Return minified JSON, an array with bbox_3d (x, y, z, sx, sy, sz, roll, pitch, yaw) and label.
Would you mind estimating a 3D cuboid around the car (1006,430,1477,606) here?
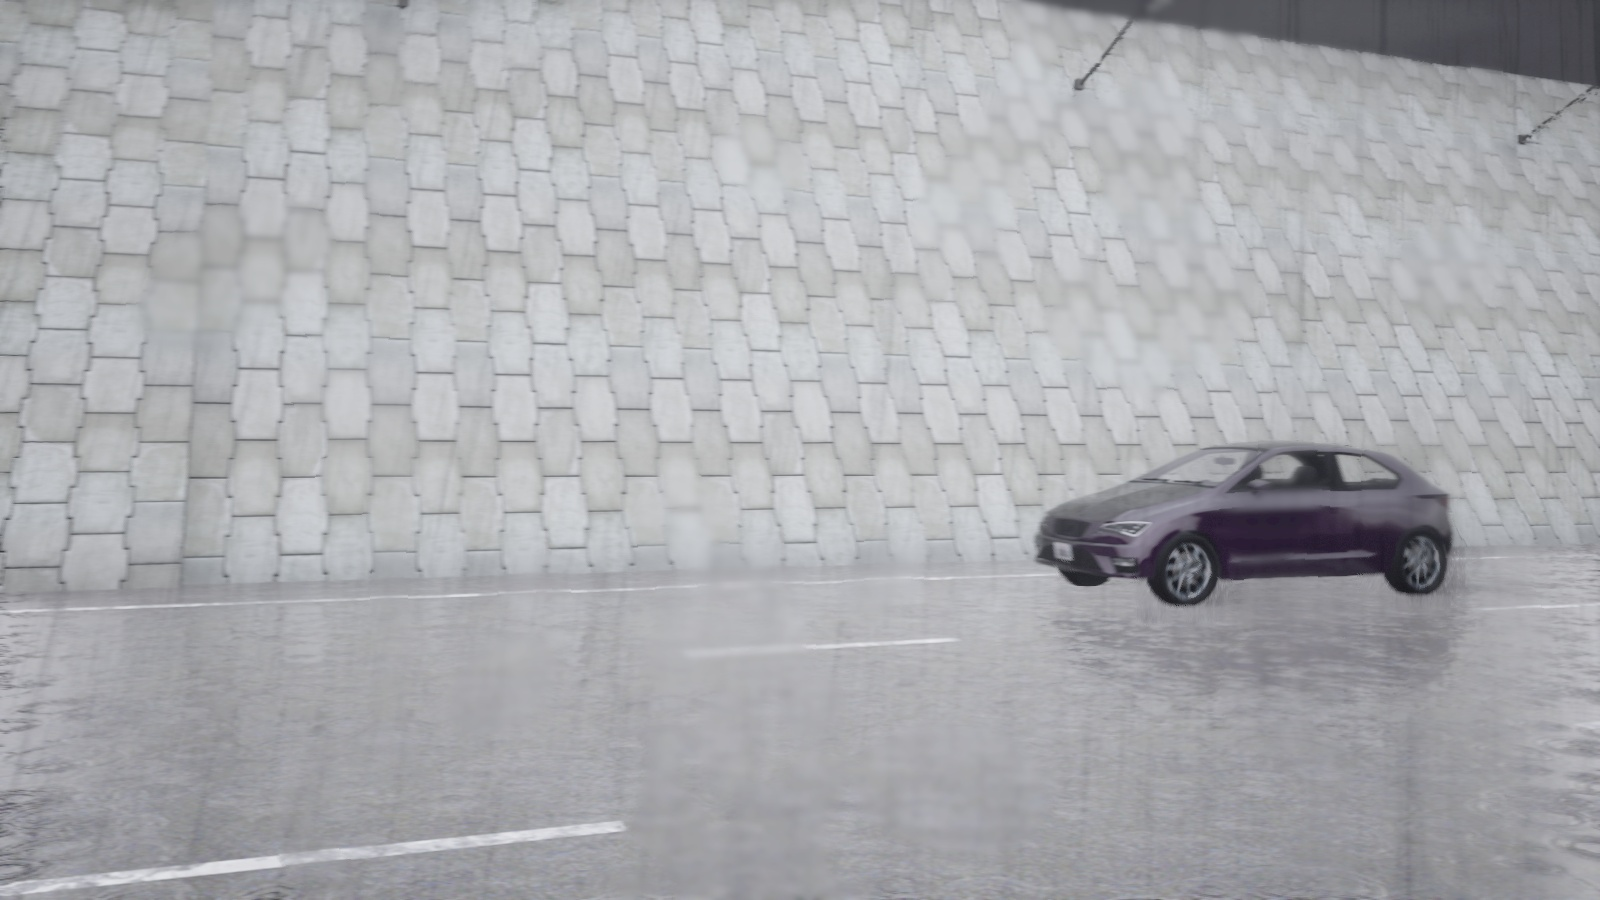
[{"bbox_3d":[4.331,0.563,12.371,4.193,1.474,1.816,-1,1,-21],"label":"car"}]
